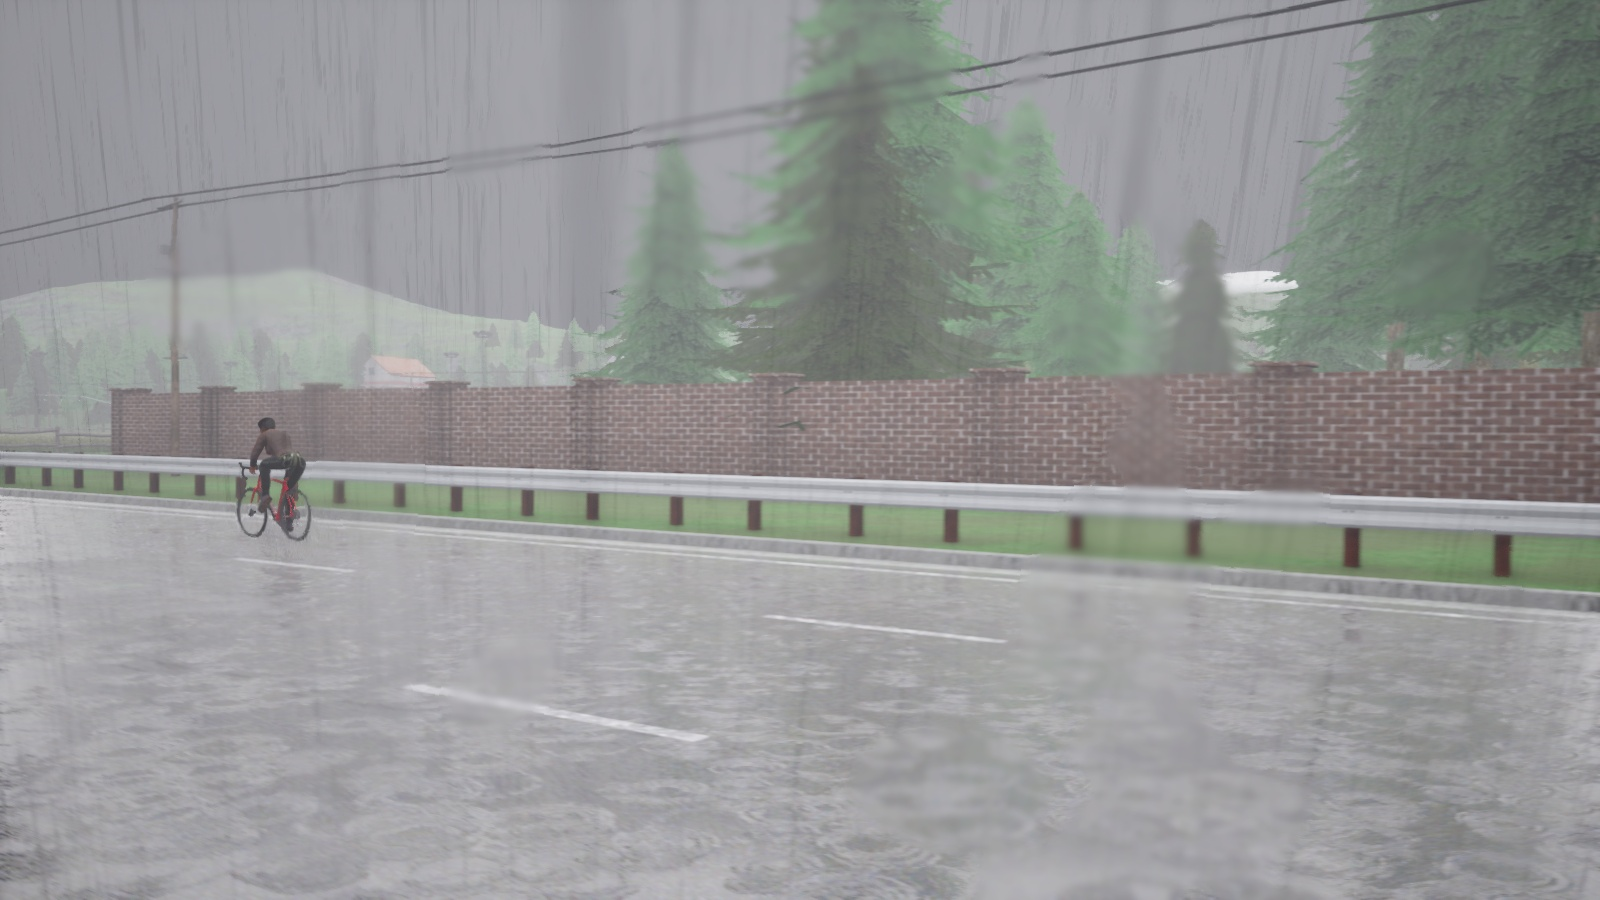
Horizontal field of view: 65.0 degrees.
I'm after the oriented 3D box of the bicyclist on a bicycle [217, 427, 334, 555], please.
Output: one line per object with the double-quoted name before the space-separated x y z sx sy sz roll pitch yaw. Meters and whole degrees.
"bicyclist on a bicycle" -6.966 0.520 16.653 1.656 1.620 0.582 0 1 34
